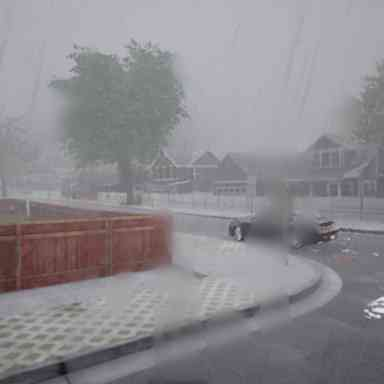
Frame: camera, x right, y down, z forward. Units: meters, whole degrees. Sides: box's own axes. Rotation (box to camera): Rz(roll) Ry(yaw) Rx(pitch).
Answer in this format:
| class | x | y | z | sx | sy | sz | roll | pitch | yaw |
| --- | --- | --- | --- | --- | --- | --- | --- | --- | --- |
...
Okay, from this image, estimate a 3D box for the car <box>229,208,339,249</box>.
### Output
| class | x | y | z | sx | sy | sz | roll | pitch | yaw |
| --- | --- | --- | --- | --- | --- | --- | --- | --- | --- |
| car | 3.730 | 1.442 | 14.376 | 1.837 | 1.490 | 4.892 | -5 | 4 | -40 |
